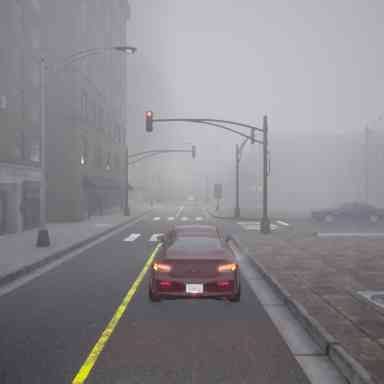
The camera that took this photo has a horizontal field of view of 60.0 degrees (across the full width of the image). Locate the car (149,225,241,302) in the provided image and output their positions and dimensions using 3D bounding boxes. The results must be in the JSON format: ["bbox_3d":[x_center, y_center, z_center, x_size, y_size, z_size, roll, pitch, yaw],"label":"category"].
[{"bbox_3d":[0.074,1.526,8.139,1.812,1.442,4.674,0,0,1],"label":"car"}]

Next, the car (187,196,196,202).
[{"bbox_3d":[-0.150,1.568,76.115,1.812,1.442,4.674,0,0,0],"label":"car"}]

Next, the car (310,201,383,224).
[{"bbox_3d":[11.078,1.432,23.851,5.008,1.535,1.882,0,0,0],"label":"car"}]
